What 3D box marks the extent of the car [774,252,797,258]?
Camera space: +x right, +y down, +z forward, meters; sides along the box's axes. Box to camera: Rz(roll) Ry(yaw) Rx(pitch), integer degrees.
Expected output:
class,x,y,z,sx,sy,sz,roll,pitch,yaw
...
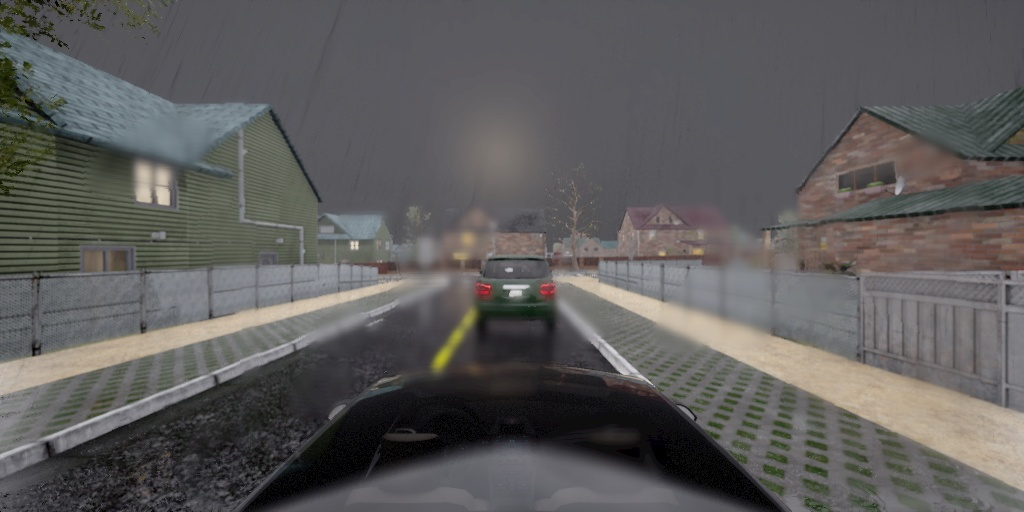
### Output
class,x,y,z,sx,sy,sz,roll,pitch,yaw
car,26.481,0.457,34.767,4.553,1.767,2.097,-1,1,0

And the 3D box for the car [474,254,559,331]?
class,x,y,z,sx,sy,sz,roll,pitch,yaw
car,0.126,0.978,11.096,2.150,2.045,5.566,0,0,0
